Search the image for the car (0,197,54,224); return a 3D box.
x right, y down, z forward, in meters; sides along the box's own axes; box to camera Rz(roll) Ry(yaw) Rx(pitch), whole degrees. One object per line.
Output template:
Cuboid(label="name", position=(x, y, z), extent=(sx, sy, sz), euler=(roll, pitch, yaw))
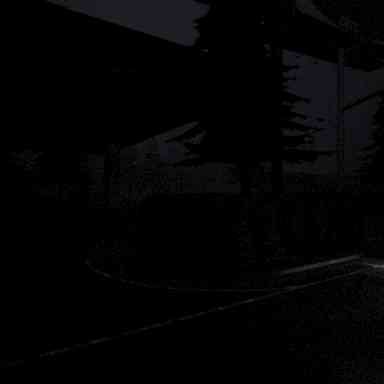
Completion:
Cuboid(label="car", position=(-11.987, 1.313, 23.469), extent=(3.866, 1.878, 1.905), euler=(0, 0, -36))

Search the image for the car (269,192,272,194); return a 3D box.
Cuboid(label="car", position=(6.216, 1.049, 28.679), extent=(2.150, 2.045, 5.566), euler=(0, 1, -34))
